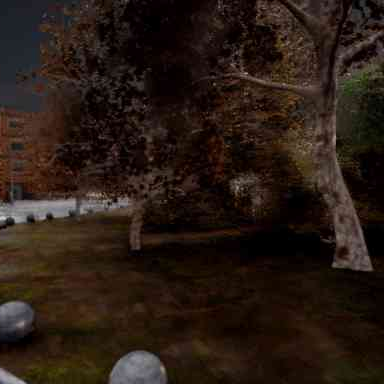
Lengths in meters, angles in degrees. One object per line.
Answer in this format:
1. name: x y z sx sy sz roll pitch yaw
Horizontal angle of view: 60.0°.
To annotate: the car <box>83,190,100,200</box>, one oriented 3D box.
1. car: -16.695 0.456 58.147 1.946 1.575 5.366 -1 3 31
